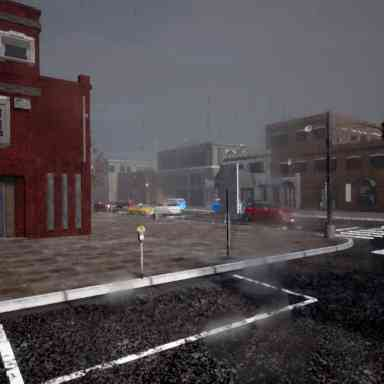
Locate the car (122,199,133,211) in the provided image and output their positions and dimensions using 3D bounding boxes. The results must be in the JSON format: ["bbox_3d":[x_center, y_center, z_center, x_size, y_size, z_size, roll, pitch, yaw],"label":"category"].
[{"bbox_3d":[-10.675,2.170,50.189,1.837,1.490,4.892,-1,-1,-36],"label":"car"}]

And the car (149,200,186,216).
[{"bbox_3d":[-2.820,1.999,39.339,1.812,1.442,4.674,-1,-1,-36],"label":"car"}]

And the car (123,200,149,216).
[{"bbox_3d":[-5.930,2.048,39.241,1.752,1.417,4.829,-2,0,-36],"label":"car"}]

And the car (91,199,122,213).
[{"bbox_3d":[-12.708,2.001,48.521,2.192,1.841,5.009,-2,0,-36],"label":"car"}]

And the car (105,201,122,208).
[{"bbox_3d":[-15.941,2.433,67.122,1.802,1.307,4.206,-2,0,-36],"label":"car"}]

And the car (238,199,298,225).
[{"bbox_3d":[6.262,1.605,26.886,2.097,1.767,4.553,-1,0,-36],"label":"car"}]

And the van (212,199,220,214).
[{"bbox_3d":[4.068,1.707,39.693,1.690,1.788,3.998,-2,0,-36],"label":"van"}]

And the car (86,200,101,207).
[{"bbox_3d":[-22.614,2.595,76.266,1.802,1.307,4.206,-2,0,-36],"label":"car"}]
